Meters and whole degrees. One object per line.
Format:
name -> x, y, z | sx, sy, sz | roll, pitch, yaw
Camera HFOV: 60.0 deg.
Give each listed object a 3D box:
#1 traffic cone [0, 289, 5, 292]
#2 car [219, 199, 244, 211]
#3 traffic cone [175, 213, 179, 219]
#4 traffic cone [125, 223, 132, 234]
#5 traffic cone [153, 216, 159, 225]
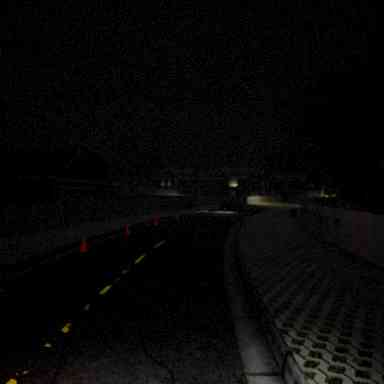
traffic cone -> -4.464, 1.945, 7.457 | 0.340, 0.580, 0.340 | 0, 0, 3
car -> 5.053, 1.584, 41.705 | 2.033, 1.411, 5.357 | 0, 0, 25
traffic cone -> -1.257, 1.951, 27.716 | 0.340, 0.580, 0.340 | 0, 0, 15
traffic cone -> -3.426, 1.945, 17.677 | 0.340, 0.580, 0.340 | 0, 0, 9
traffic cone -> -2.482, 1.947, 22.727 | 0.340, 0.580, 0.340 | 0, 0, 12
